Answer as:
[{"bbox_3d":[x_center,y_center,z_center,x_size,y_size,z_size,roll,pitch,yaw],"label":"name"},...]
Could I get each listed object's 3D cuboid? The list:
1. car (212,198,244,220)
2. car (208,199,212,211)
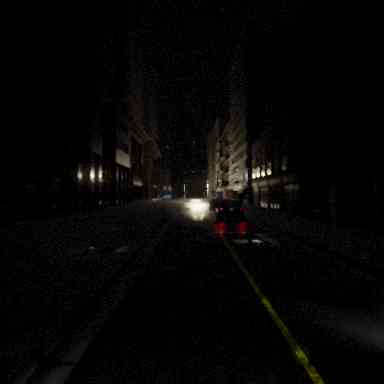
[{"bbox_3d":[3.090,1.381,28.052,2.097,1.767,4.553,0,0,0],"label":"car"},{"bbox_3d":[3.090,1.528,41.496,1.882,1.535,5.008,0,0,1],"label":"car"}]
